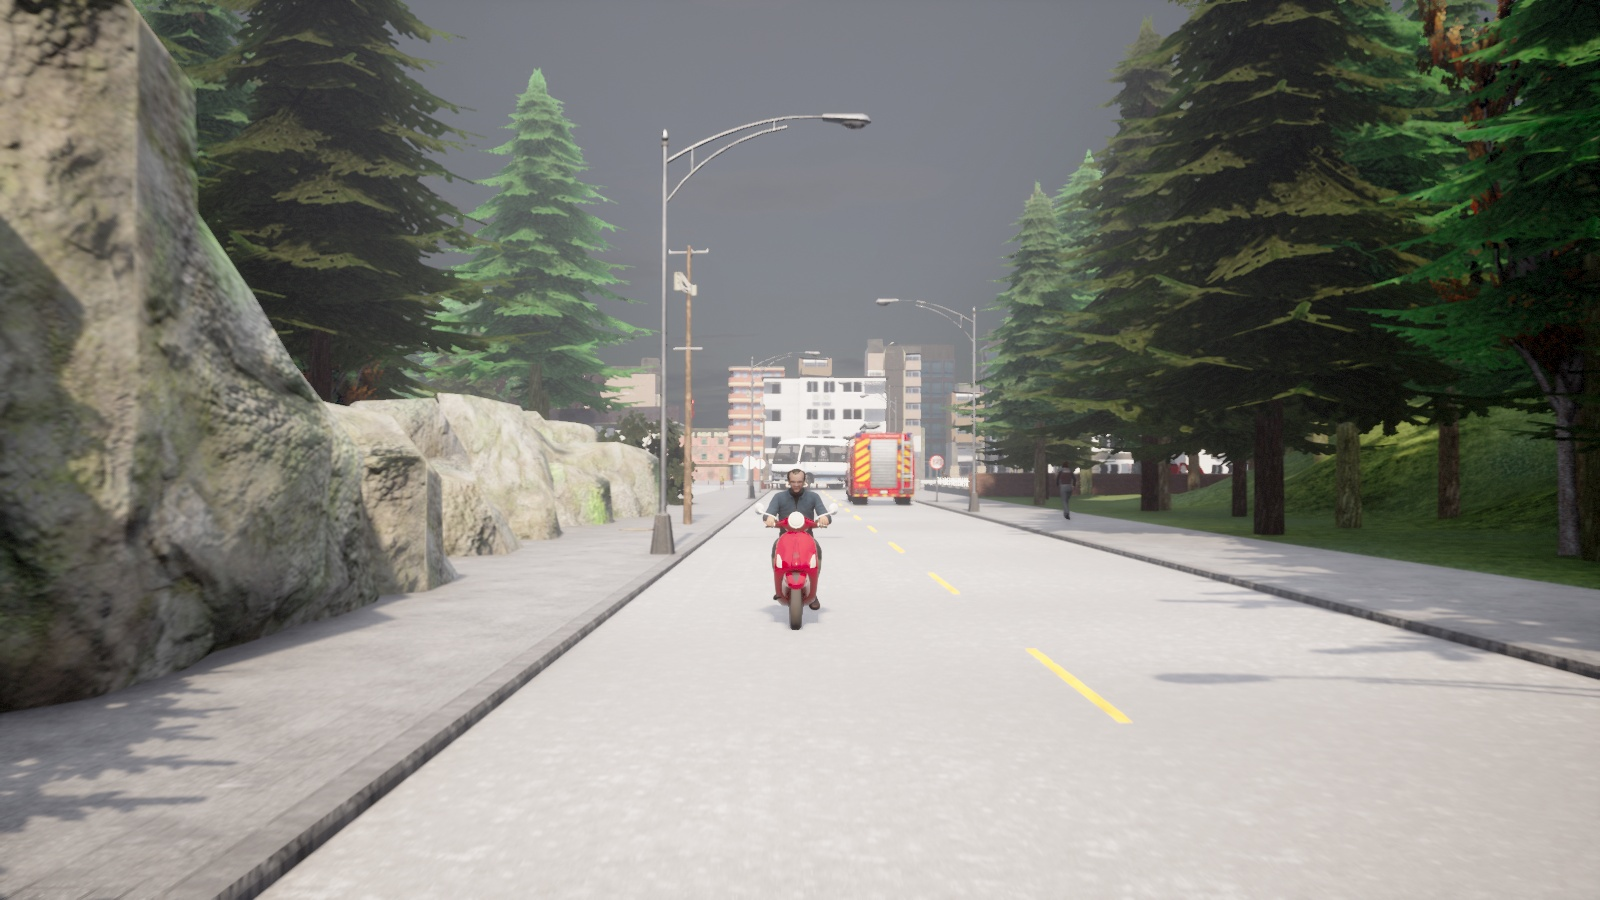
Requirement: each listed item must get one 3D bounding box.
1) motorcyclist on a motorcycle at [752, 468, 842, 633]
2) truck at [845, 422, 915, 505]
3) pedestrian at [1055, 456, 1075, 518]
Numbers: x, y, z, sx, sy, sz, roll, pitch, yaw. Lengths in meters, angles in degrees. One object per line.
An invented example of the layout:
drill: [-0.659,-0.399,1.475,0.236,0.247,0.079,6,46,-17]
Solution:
motorcyclist on a motorcycle: [-0.031,0.986,13.029,0.866,1.590,1.817,0,-1,0]
truck: [3.837,0.679,62.364,2.891,3.827,8.468,0,-1,0]
pedestrian: [8.239,1.144,39.012,0.402,1.930,0.666,0,-1,-7]
